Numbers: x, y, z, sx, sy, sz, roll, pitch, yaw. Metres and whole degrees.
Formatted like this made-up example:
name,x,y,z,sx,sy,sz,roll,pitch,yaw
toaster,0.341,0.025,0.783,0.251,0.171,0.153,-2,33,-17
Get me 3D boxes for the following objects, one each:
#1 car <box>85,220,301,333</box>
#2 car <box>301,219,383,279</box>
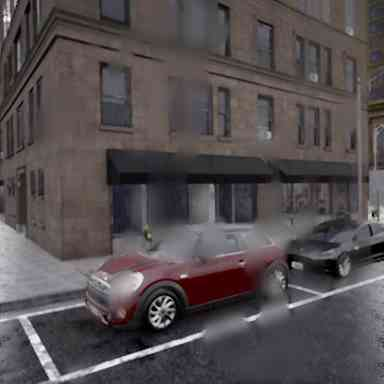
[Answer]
name,x,y,z,sx,sy,sz,roll,pitch,yaw
car,0.009,1.418,6.660,4.097,1.590,1.967,0,-1,-35
car,4.498,1.511,9.849,4.313,1.339,1.947,0,-1,-35
